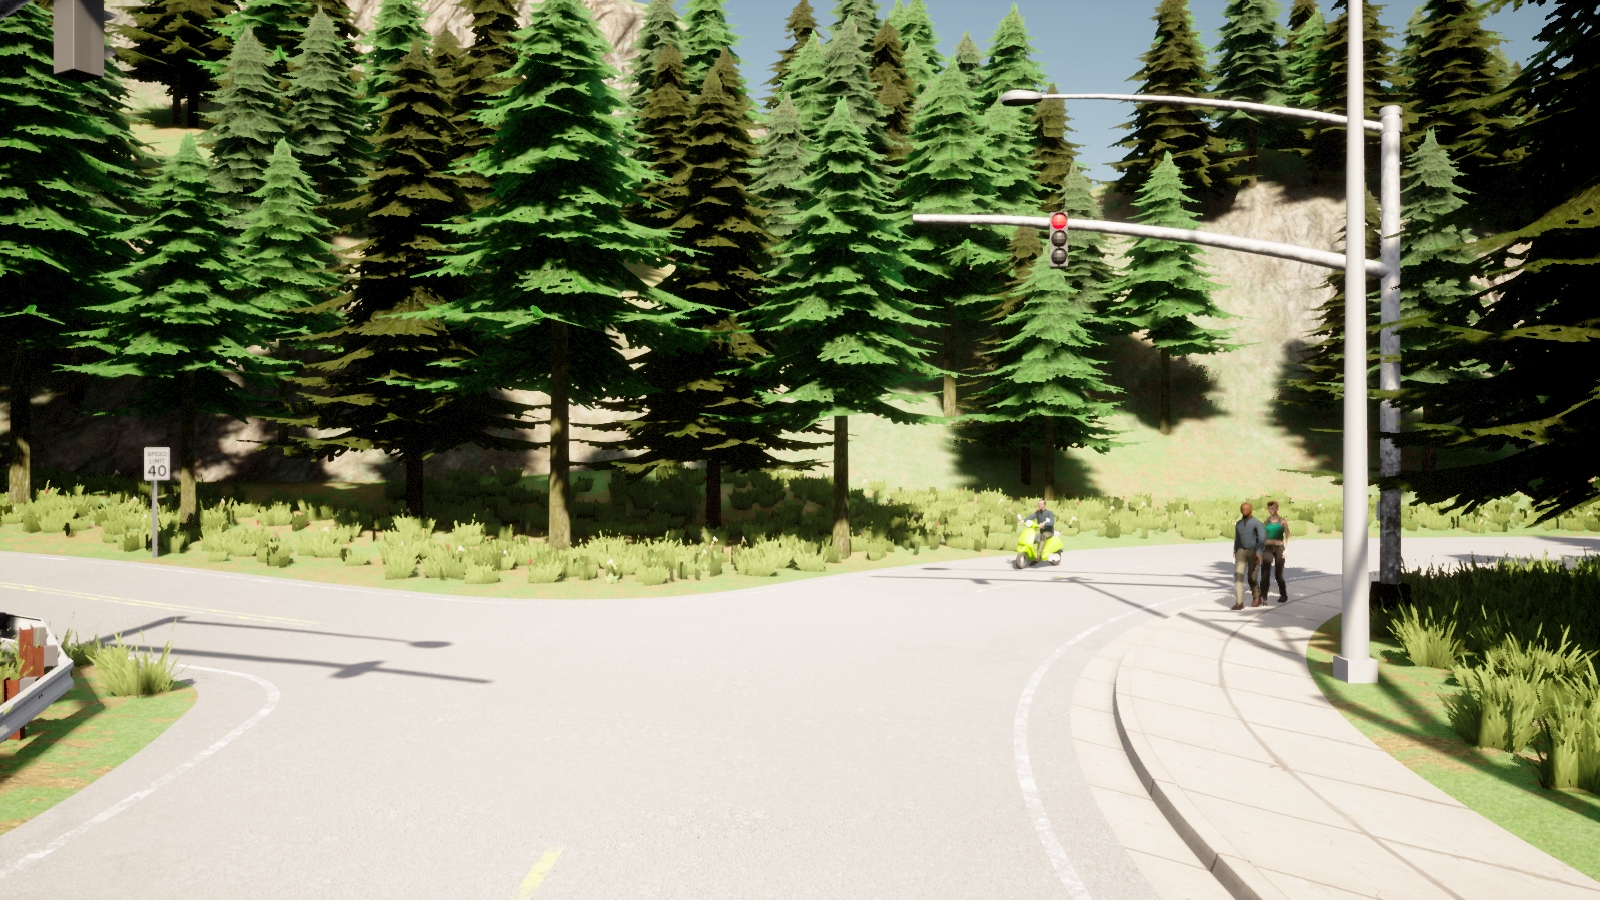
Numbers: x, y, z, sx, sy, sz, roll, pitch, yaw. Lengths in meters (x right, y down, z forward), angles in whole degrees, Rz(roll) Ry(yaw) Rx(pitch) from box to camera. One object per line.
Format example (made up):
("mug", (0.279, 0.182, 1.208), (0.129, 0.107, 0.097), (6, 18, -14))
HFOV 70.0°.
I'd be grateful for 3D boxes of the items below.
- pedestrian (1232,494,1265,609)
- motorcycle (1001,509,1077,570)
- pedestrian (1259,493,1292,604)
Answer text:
("pedestrian", (7.455, 1.668, 18.984), (0.375, 1.860, 0.375), (0, 0, -41))
("motorcycle", (5.702, 2.113, 27.217), (1.805, 1.316, 0.856), (0, 0, -41))
("pedestrian", (8.123, 1.668, 19.515), (0.375, 1.860, 0.375), (0, 0, -39))
